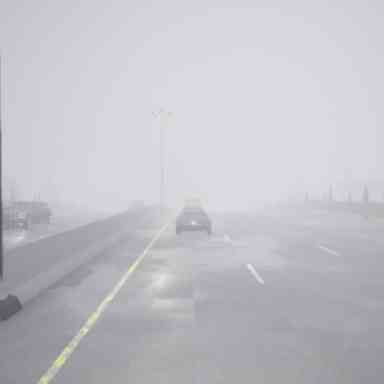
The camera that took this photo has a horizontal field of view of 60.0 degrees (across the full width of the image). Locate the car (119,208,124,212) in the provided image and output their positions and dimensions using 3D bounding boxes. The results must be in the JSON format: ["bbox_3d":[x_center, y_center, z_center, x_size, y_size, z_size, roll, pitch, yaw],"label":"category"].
[{"bbox_3d":[-14.037,4.163,69.902,2.097,1.767,4.553,0,-6,0],"label":"car"}]

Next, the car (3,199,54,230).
[{"bbox_3d":[-10.608,1.359,21.111,2.097,1.767,4.553,0,0,0],"label":"car"}]

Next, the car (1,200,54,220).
[{"bbox_3d":[-14.109,1.501,28.906,2.128,1.511,4.902,0,0,0],"label":"car"}]

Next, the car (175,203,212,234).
[{"bbox_3d":[0.090,1.567,19.170,1.994,1.385,4.181,0,0,0],"label":"car"}]

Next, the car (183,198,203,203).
[{"bbox_3d":[0.080,1.452,36.362,2.097,1.767,4.553,0,-2,0],"label":"car"}]

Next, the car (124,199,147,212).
[{"bbox_3d":[-7.096,1.755,43.731,2.097,1.767,4.553,0,-3,0],"label":"car"}]
